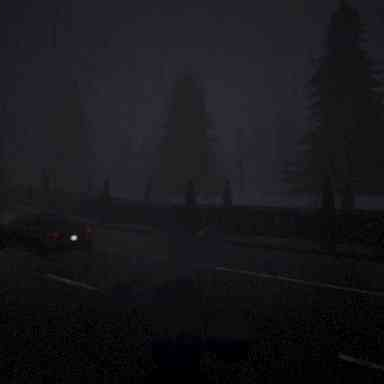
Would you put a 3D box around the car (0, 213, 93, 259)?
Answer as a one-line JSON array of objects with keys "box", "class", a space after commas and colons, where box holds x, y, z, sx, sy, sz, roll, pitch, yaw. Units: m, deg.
[{"box": [-5.580, 1.455, 12.343, 4.181, 1.385, 1.994, 2, 1, 36], "class": "car"}]
